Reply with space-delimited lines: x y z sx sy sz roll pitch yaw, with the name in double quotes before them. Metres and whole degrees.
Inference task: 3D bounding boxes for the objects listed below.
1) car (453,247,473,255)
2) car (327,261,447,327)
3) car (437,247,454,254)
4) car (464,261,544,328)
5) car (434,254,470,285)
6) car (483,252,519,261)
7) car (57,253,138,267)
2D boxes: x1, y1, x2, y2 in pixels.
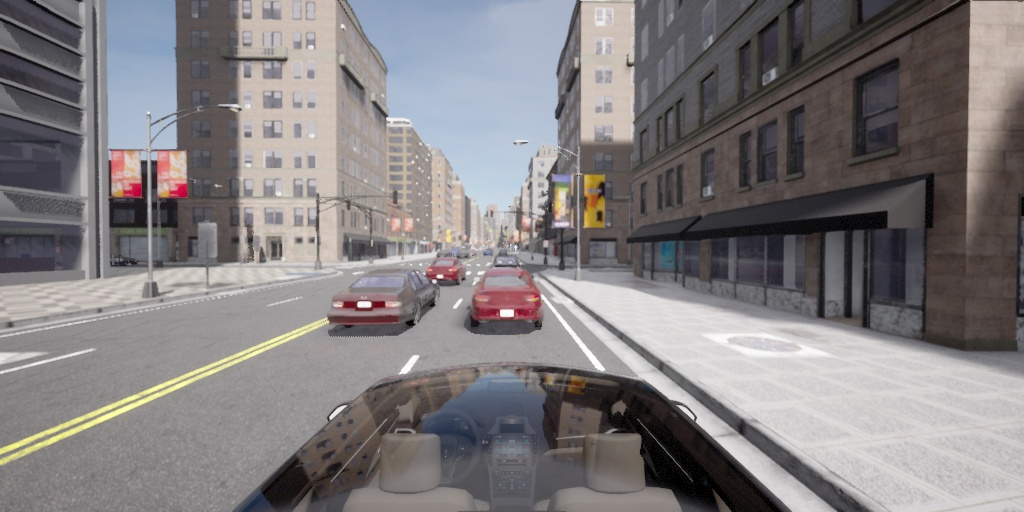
"car" -8.056 -0.314 59.691 1.882 1.535 5.008 0 2 -1
"car" -3.401 1.067 10.521 2.033 1.411 5.357 0 1 -2
"car" -11.301 -0.313 59.553 1.882 1.535 5.008 0 2 -1
"car" -0.152 1.053 10.339 1.812 1.442 4.674 0 2 -1
"car" -3.650 0.792 20.188 1.812 1.442 4.674 0 1 -1
"car" -0.395 0.756 20.362 2.128 1.511 4.902 0 2 -3
"car" -36.344 0.337 31.476 5.357 1.411 2.033 0 1 -2
